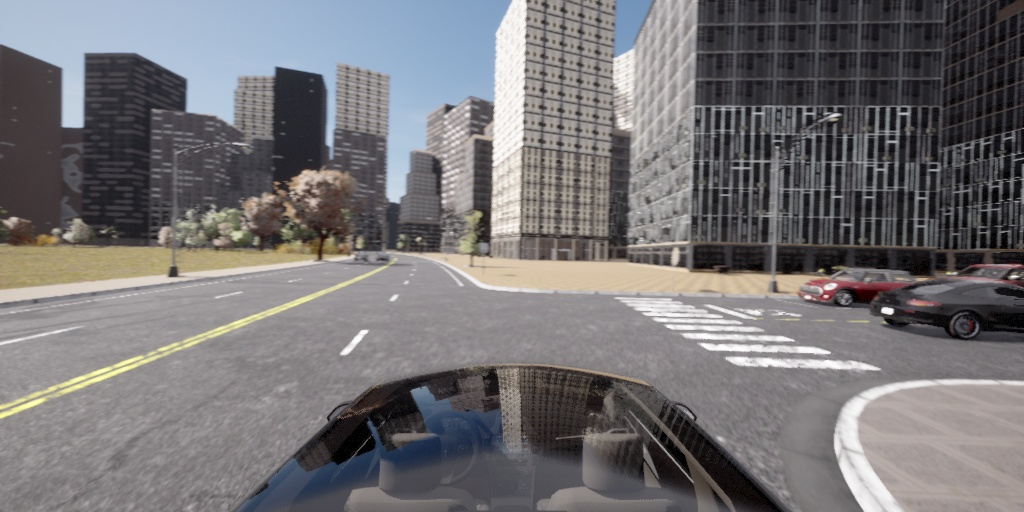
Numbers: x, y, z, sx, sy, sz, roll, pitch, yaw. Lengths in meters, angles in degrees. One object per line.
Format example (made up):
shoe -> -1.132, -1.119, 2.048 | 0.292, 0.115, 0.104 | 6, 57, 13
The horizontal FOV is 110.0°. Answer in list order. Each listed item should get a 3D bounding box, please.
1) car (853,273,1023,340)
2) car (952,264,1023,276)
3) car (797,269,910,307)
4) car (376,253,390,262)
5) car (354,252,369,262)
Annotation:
car -> 12.454, 1.362, 9.568 | 4.674, 1.442, 1.812 | 1, 1, 3
car -> 20.199, 1.244, 14.803 | 5.009, 1.841, 2.192 | 0, 0, 3
car -> 14.564, 1.265, 15.145 | 4.097, 1.591, 1.967 | 0, 0, 3
car -> -20.836, 0.226, 58.003 | 1.994, 1.385, 4.181 | 1, 1, -16
car -> -23.954, 0.080, 57.095 | 2.128, 1.511, 4.902 | 1, 1, -16
